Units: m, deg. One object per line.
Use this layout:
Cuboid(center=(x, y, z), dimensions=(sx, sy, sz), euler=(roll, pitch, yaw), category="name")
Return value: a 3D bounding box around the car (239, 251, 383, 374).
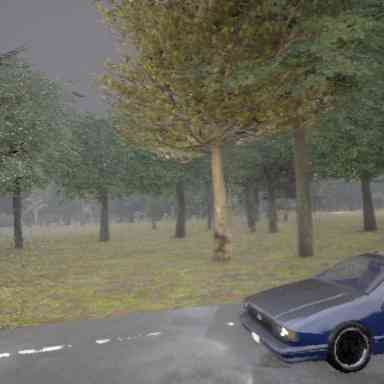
Cuboid(center=(3.577, 1.771, 5.737), dimensions=(5.357, 1.411, 2.033), euler=(-2, -4, -12), category="car")
